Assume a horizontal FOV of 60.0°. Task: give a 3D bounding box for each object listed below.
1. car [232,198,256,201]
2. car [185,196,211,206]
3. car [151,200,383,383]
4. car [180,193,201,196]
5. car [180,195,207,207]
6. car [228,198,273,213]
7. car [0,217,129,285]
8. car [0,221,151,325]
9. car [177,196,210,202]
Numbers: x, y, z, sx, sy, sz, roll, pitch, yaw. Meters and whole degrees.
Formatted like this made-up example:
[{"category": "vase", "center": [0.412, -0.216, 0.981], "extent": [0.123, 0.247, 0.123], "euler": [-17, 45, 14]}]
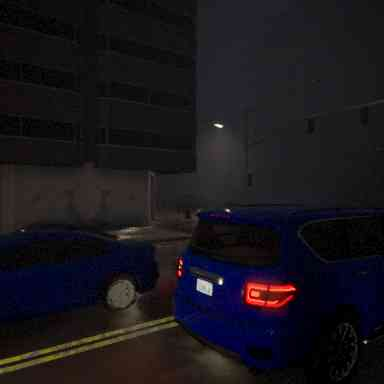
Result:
[{"category": "car", "center": [5.378, 1.491, 33.760], "extent": [2.128, 1.511, 4.902], "euler": [0, 0, -36]}, {"category": "car", "center": [1.029, 1.477, 57.832], "extent": [1.882, 1.535, 5.008], "euler": [0, 0, -36]}, {"category": "car", "center": [2.348, 1.221, 5.483], "extent": [5.566, 2.045, 2.150], "euler": [0, 0, -35]}, {"category": "car", "center": [0.266, 1.221, 46.711], "extent": [2.150, 2.045, 5.566], "euler": [0, 0, -35]}, {"category": "car", "center": [0.188, 1.351, 53.043], "extent": [2.097, 1.767, 4.553], "euler": [0, 0, -36]}, {"category": "car", "center": [6.583, 1.491, 38.044], "extent": [2.128, 1.511, 4.902], "euler": [0, 0, -36]}, {"category": "car", "center": [-4.191, 1.564, 9.607], "extent": [4.181, 1.385, 1.994], "euler": [0, 0, -36]}, {"category": "car", "center": [-3.029, 1.477, 6.130], "extent": [5.008, 1.535, 1.882], "euler": [0, 0, -36]}, {"category": "car", "center": [-0.376, 1.547, 41.642], "extent": [2.033, 1.411, 5.357], "euler": [0, 0, -36]}]
